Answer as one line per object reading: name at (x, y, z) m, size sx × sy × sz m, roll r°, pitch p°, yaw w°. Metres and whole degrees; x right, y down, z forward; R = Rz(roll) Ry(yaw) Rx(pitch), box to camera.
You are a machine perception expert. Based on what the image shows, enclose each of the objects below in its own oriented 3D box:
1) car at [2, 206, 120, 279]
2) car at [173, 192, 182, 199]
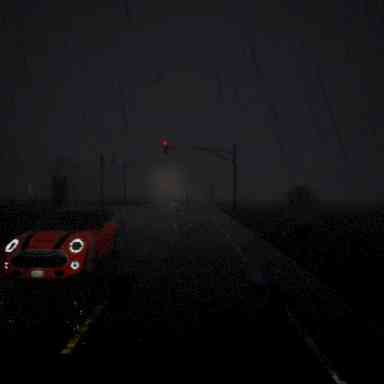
car at (-3.601, 1.294, 9.993) m, size 2.097 × 1.767 × 4.553 m, roll 0°, pitch 0°, yaw 0°
car at (-3.556, 0.810, 83.243) m, size 2.097 × 1.767 × 4.553 m, roll 0°, pitch 0°, yaw 0°
